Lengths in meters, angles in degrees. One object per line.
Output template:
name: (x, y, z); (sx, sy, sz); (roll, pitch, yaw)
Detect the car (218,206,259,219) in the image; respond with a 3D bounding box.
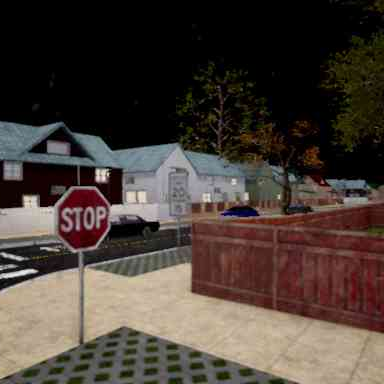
car: (3.921, 1.864, 27.386); (1.812, 1.442, 4.674); (0, -1, 37)

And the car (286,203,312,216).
car: (12.316, 2.015, 38.517); (2.033, 1.411, 5.357); (0, -1, 37)

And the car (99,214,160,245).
car: (-3.874, 1.815, 16.984); (1.895, 1.301, 4.718); (0, -1, 36)
